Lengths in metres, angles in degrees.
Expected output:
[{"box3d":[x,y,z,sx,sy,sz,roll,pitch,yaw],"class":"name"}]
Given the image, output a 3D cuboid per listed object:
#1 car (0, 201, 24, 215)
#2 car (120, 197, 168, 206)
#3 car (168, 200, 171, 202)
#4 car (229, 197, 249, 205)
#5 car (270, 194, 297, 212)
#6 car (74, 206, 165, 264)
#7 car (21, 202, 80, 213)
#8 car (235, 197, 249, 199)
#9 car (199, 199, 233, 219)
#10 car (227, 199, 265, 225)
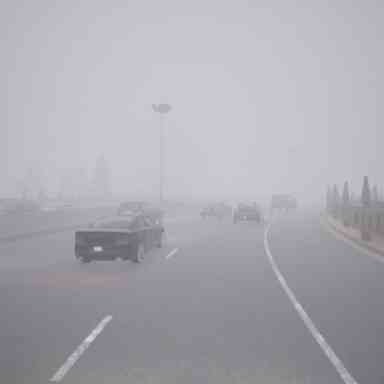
[{"box3d":[-13.792,1.502,25.947,2.128,1.511,4.902,0,0,16],"class":"car"},{"box3d":[-3.536,1.364,22.900,2.097,1.767,4.553,0,0,15],"class":"car"},{"box3d":[-5.425,1.626,54.020,1.882,1.535,5.008,0,0,31],"class":"car"},{"box3d":[9.796,1.746,68.620,1.882,1.535,5.008,0,-1,38],"class":"car"},{"box3d":[11.233,1.291,40.649,2.150,2.045,5.566,0,0,30],"class":"car"},{"box3d":[-2.321,1.473,11.892,1.882,1.535,5.008,0,0,8],"class":"car"},{"box3d":[-10.317,1.538,25.401,1.812,1.442,4.674,0,0,16],"class":"car"},{"box3d":[10.285,1.879,63.783,1.895,1.301,4.718,0,-1,41],"class":"car"},{"box3d":[2.253,1.580,29.769,2.033,1.411,5.357,0,0,21],"class":"car"},{"box3d":[4.280,1.512,24.715,2.128,1.511,4.902,0,0,17],"class":"car"}]
